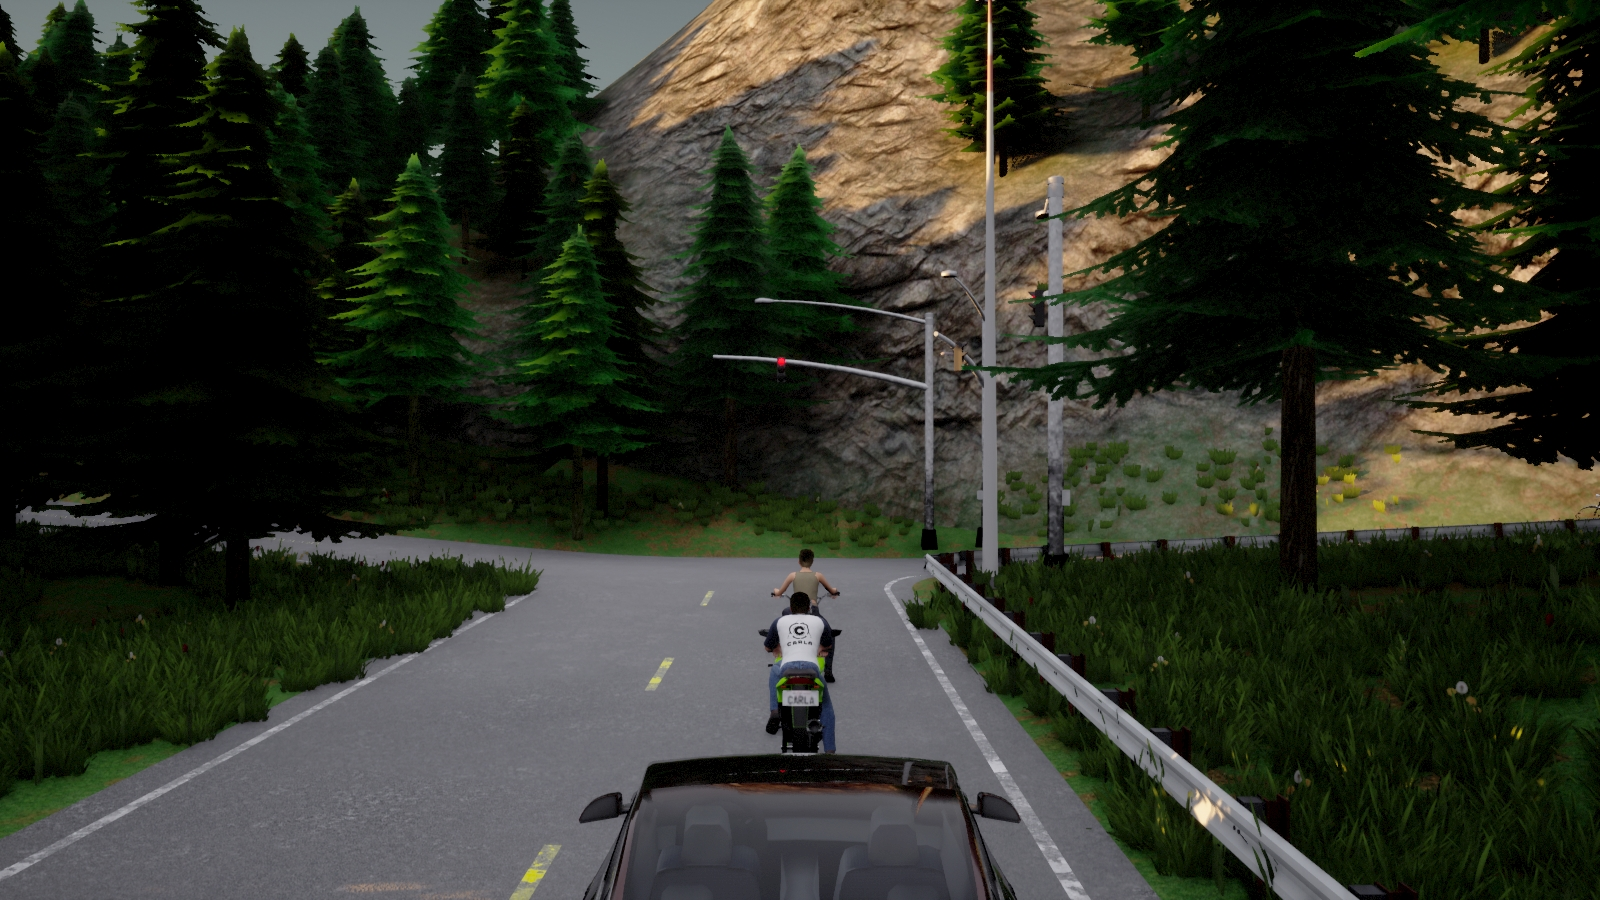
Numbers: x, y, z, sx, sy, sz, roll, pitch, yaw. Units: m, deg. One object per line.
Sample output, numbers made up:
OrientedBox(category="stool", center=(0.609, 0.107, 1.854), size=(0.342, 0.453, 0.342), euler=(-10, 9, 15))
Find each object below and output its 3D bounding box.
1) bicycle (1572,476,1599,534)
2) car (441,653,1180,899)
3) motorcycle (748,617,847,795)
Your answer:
OrientedBox(category="bicycle", center=(21.264, 1.396, 29.702), size=(1.835, 1.471, 0.329), euler=(-5, -2, 26))
OrientedBox(category="car", center=(0.029, 2.063, 5.012), size=(2.163, 1.488, 4.792), euler=(0, 0, 0))
OrientedBox(category="motorcycle", center=(-0.020, 2.213, 10.238), size=(0.803, 1.145, 2.033), euler=(0, 0, 0))
